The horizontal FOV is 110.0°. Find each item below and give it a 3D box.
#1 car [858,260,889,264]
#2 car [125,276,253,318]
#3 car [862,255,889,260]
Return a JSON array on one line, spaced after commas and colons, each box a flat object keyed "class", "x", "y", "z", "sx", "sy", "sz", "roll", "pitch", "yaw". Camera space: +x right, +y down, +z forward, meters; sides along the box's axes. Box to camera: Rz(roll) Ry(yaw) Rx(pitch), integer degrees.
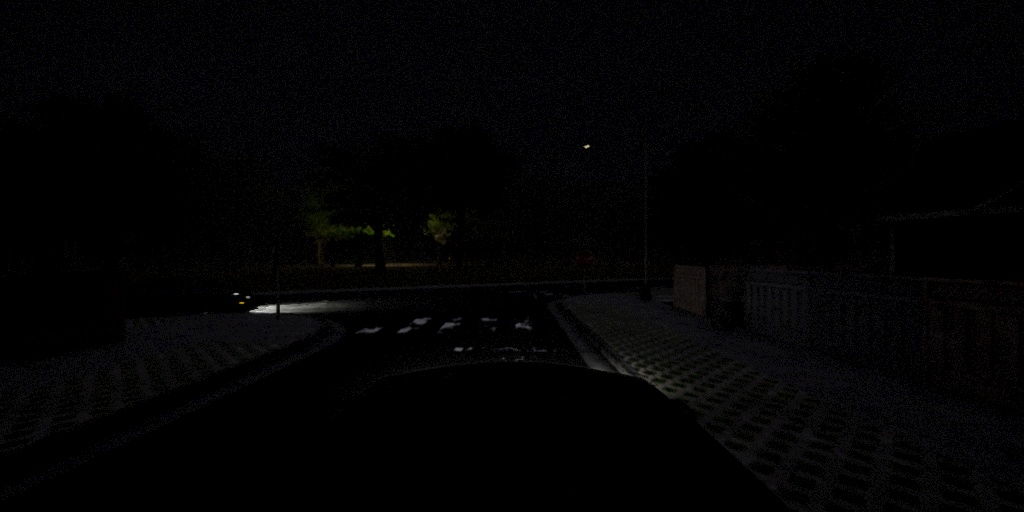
[{"class": "car", "x": 33.283, "y": 1.303, "z": 32.916, "sx": 4.718, "sy": 1.301, "sz": 1.895, "roll": 0, "pitch": 0, "yaw": -23}, {"class": "car", "x": -12.284, "y": 1.458, "z": 13.383, "sx": 4.181, "sy": 1.385, "sz": 1.994, "roll": 0, "pitch": 0, "yaw": -23}, {"class": "car", "x": 39.746, "y": 0.903, "z": 38.679, "sx": 5.566, "sy": 2.045, "sz": 2.150, "roll": 0, "pitch": 0, "yaw": -23}]
